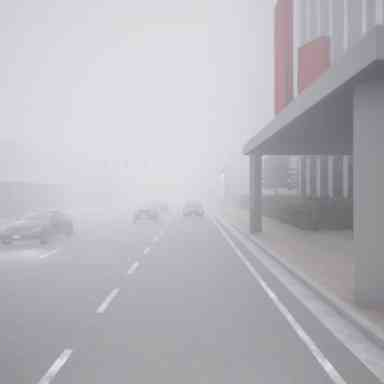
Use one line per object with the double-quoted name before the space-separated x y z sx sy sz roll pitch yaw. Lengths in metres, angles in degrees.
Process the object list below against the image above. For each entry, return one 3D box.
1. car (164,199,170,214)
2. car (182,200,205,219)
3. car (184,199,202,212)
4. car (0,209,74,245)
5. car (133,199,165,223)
"car" -3.437 1.546 36.239 2.128 1.511 4.902 0 0 0
"car" 0.109 1.645 29.724 1.895 1.301 4.718 0 0 0
"car" 0.114 1.623 39.894 1.994 1.385 4.181 0 0 0
"car" -7.067 1.548 15.742 1.812 1.442 4.674 0 0 0
"car" -3.413 1.564 26.029 1.812 1.442 4.674 0 0 0
